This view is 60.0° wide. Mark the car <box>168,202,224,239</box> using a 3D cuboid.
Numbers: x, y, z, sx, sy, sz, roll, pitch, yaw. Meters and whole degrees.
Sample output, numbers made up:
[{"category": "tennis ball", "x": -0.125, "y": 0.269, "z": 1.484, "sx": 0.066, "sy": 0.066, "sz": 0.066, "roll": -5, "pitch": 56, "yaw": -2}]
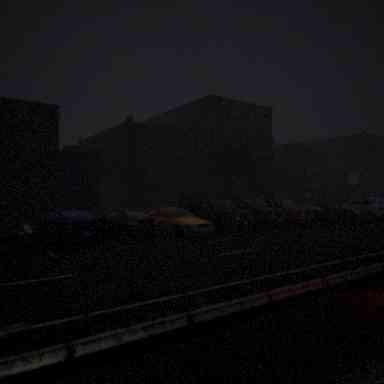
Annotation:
[{"category": "car", "x": -0.924, "y": 1.503, "z": 17.998, "sx": 1.946, "sy": 1.575, "sz": 5.366, "roll": 0, "pitch": 0, "yaw": -36}]

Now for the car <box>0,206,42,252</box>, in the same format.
[{"category": "car", "x": -7.774, "y": 1.360, "z": 13.360, "sx": 2.185, "sy": 1.767, "sz": 4.553, "roll": 0, "pitch": 0, "yaw": -36}]

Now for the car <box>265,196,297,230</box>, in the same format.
[{"category": "car", "x": 3.465, "y": 1.297, "z": 21.335, "sx": 2.435, "sy": 2.045, "sz": 5.566, "roll": 1, "pitch": 0, "yaw": -36}]

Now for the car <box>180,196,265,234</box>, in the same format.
[{"category": "car", "x": 1.223, "y": 1.274, "z": 19.729, "sx": 2.435, "sy": 2.045, "sz": 5.566, "roll": 1, "pitch": 0, "yaw": -36}]

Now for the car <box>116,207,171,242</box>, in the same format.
[{"category": "car", "x": -3.273, "y": 1.536, "z": 16.541, "sx": 2.002, "sy": 1.452, "sz": 4.674, "roll": 0, "pitch": 0, "yaw": -36}]

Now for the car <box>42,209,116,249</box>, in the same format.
[{"category": "car", "x": -5.511, "y": 1.488, "z": 14.935, "sx": 2.097, "sy": 1.535, "sz": 5.008, "roll": 0, "pitch": 0, "yaw": -36}]

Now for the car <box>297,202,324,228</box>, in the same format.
[{"category": "car", "x": 5.704, "y": 1.330, "z": 22.937, "sx": 2.435, "sy": 2.045, "sz": 5.566, "roll": 1, "pitch": -1, "yaw": -36}]

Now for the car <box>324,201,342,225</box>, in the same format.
[{"category": "car", "x": 7.929, "y": 1.616, "z": 24.559, "sx": 2.097, "sy": 1.535, "sz": 5.008, "roll": 1, "pitch": -1, "yaw": -36}]

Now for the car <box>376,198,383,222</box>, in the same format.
[{"category": "car", "x": 14.632, "y": 1.514, "z": 29.400, "sx": 2.435, "sy": 2.045, "sz": 5.566, "roll": 1, "pitch": -1, "yaw": -36}]

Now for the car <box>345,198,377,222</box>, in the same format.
[{"category": "car", "x": 12.389, "y": 1.585, "z": 27.797, "sx": 2.185, "sy": 1.767, "sz": 4.553, "roll": 1, "pitch": -1, "yaw": -36}]

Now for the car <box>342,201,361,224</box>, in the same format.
[{"category": "car", "x": 10.146, "y": 1.692, "z": 26.189, "sx": 2.163, "sy": 1.488, "sz": 4.792, "roll": 1, "pitch": -1, "yaw": -36}]
